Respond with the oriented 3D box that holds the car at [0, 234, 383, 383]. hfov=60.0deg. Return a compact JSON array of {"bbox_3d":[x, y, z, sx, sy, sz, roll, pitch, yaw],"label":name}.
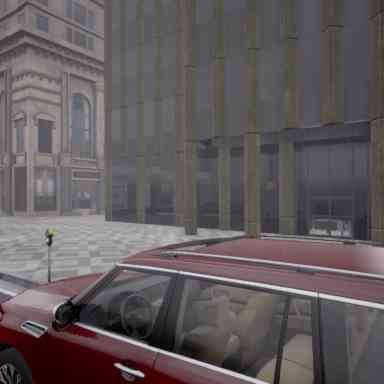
[{"bbox_3d":[0.246,1.315,2.798,5.009,1.841,2.192,0,0,36],"label":"car"}]
